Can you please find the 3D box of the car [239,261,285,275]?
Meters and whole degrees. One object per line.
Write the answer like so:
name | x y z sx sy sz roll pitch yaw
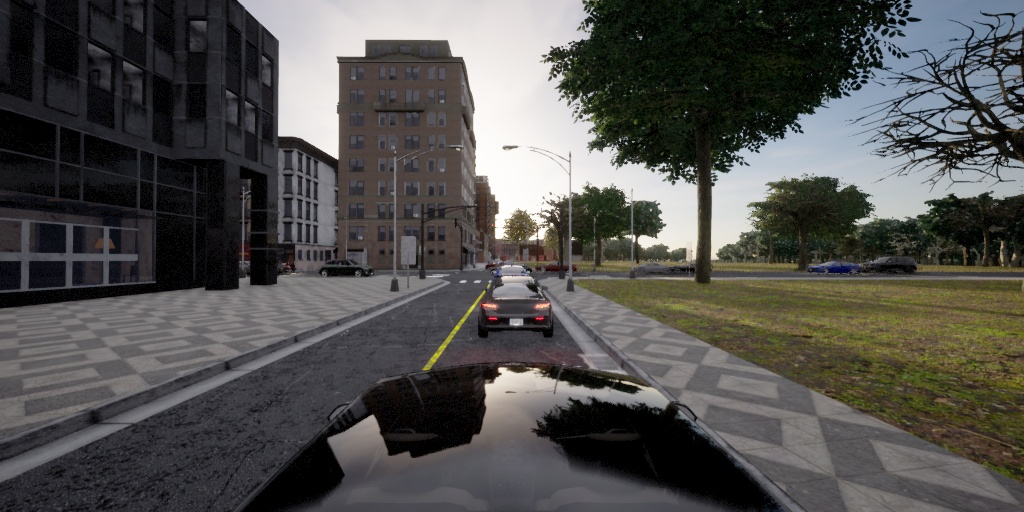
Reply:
car | -24.382 1.217 33.247 4.902 1.511 2.128 0 -1 0

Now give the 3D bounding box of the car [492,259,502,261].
car | -3.083 1.430 56.216 1.895 1.301 4.718 0 0 1

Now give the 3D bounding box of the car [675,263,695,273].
car | 21.180 1.462 43.418 4.718 1.301 1.895 0 -1 0

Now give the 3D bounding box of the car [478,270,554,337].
car | 0.076 1.280 10.143 1.812 1.442 4.674 0 0 -1

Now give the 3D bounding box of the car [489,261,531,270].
car | -0.014 1.241 19.532 1.882 1.535 5.008 0 0 0

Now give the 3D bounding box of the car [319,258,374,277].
car | -15.245 1.074 33.292 4.553 1.767 2.097 0 -1 0

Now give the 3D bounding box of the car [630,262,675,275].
car | 15.396 1.383 40.140 4.181 1.385 1.994 0 -1 0

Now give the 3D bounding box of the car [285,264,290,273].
car | -25.881 1.267 36.489 4.892 1.490 1.837 0 -1 0

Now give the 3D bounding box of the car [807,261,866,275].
car | 36.003 1.324 40.227 5.008 1.535 1.882 0 -1 0

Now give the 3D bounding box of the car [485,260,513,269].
car | -0.169 1.382 36.197 1.895 1.301 4.718 0 0 41

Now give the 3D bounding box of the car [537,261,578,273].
car | 5.519 1.327 43.988 5.008 1.535 1.882 0 0 12

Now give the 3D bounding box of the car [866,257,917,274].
car | 45.549 1.126 43.463 5.566 2.045 2.150 1 -1 0
